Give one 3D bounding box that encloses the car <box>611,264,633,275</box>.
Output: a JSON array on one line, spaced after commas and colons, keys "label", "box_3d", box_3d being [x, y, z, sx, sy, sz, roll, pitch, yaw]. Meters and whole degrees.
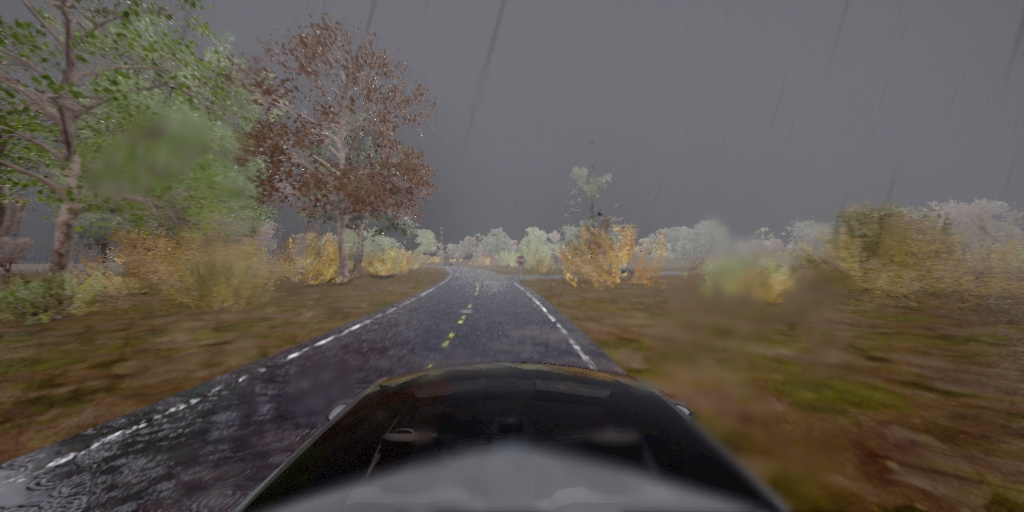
[{"label": "car", "box_3d": [12.223, 1.561, 42.639, 4.674, 1.442, 1.812, 0, 0, -26]}]
